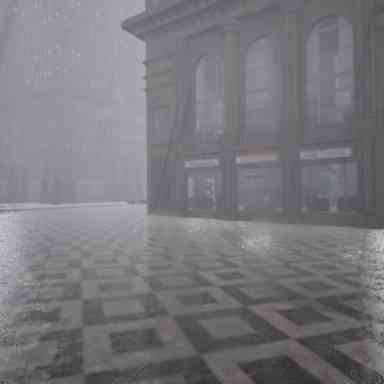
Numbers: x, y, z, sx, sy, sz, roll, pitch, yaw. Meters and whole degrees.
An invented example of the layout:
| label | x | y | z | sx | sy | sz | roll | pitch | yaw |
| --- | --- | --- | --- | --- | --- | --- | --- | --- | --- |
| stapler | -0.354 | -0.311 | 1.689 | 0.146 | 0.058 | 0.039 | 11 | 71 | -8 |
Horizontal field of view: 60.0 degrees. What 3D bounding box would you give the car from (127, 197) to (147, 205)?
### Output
| label | x | y | z | sx | sy | sz | roll | pitch | yaw |
| --- | --- | --- | --- | --- | --- | --- | --- | --- | --- |
| car | -8.348 | 1.436 | 53.900 | 1.895 | 1.301 | 4.718 | -1 | 0 | 36 |
